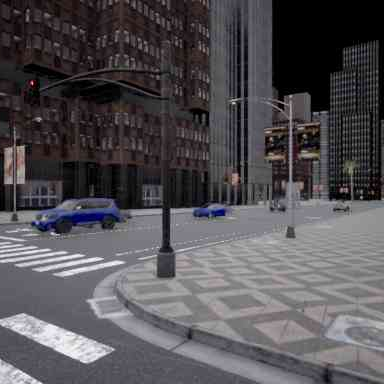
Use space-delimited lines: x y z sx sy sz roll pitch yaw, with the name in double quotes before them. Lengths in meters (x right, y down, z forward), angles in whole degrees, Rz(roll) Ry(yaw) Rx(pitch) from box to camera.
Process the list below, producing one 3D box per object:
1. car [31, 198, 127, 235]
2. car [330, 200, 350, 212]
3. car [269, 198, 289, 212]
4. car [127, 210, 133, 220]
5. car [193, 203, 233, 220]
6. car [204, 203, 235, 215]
"car" -7.113 1.436 20.965 2.150 2.045 5.566 0 -1 35
"car" 24.184 2.430 53.688 2.033 1.411 5.357 0 -1 34
"car" 13.618 2.000 50.172 2.150 2.045 5.566 0 -1 35
"car" -7.162 1.823 26.522 2.033 1.411 5.357 0 -1 35
"car" 2.023 1.922 33.899 1.882 1.535 5.008 0 -1 35
"car" 3.479 2.109 41.586 1.994 1.385 4.181 0 -1 35
